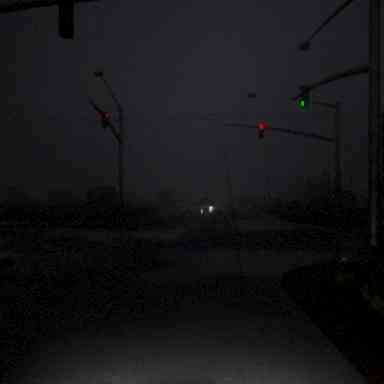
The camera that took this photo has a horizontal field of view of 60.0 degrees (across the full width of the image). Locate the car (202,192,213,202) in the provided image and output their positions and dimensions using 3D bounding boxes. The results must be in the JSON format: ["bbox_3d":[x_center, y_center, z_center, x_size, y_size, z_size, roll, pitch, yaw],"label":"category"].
[{"bbox_3d":[3.061,0.935,66.075,2.097,1.767,4.553,0,0,3],"label":"car"}]

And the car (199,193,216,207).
[{"bbox_3d":[1.977,1.256,45.692,1.994,1.385,4.181,0,0,3],"label":"car"}]
